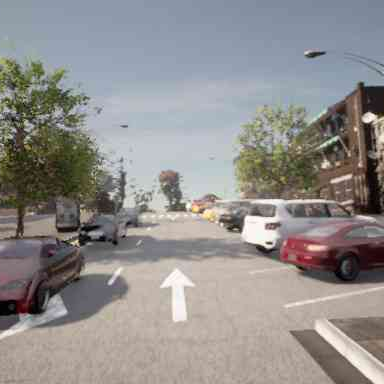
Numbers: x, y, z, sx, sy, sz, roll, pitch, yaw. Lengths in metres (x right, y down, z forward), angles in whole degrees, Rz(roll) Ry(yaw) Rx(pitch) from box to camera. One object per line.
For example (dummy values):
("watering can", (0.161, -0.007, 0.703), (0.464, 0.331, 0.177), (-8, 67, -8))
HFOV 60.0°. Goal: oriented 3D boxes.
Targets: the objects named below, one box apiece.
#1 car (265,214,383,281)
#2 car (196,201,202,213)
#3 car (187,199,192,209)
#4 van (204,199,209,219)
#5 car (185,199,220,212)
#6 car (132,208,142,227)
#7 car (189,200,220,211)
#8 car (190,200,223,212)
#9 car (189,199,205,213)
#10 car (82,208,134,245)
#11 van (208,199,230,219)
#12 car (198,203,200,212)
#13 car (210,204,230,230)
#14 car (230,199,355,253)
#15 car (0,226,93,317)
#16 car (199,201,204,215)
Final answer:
("car", (4.746, 1.530, 9.626), (4.674, 1.452, 2.002), (0, -1, -23))
("car", (3.241, 2.053, 36.792), (4.674, 1.452, 2.002), (0, -1, -23))
("car", (2.458, 1.997, 48.839), (5.566, 2.045, 2.435), (0, -1, -24))
("van", (3.640, 1.613, 27.687), (4.442, 1.987, 1.878), (0, -1, -23))
("car", (1.805, 2.330, 57.839), (5.566, 2.045, 2.435), (1, -7, -23))
("car", (-5.284, 2.090, 27.973), (2.128, 1.511, 4.902), (-1, -1, -4))
("car", (2.074, 2.278, 54.898), (4.553, 1.767, 2.185), (1, -4, -24))
("car", (2.241, 2.182, 51.879), (4.553, 1.767, 2.185), (0, -2, -24))
("car", (2.857, 2.185, 45.905), (5.366, 1.575, 1.946), (0, -1, -24))
("car", (-4.630, 1.892, 17.806), (2.128, 1.511, 4.902), (-1, -1, -4))
("van", (3.807, 1.555, 24.663), (4.442, 1.987, 1.878), (0, -1, -23))
("car", (3.424, 1.995, 33.770), (4.674, 1.452, 2.002), (0, -1, -23))
("car", (4.072, 1.723, 21.692), (4.892, 1.521, 2.231), (0, -1, -23))
("car", (4.593, 1.297, 12.661), (5.566, 2.045, 2.435), (0, -1, -23))
("car", (-3.981, 1.769, 7.835), (1.994, 1.385, 4.181), (-1, -1, -2))
("car", (3.755, 1.893, 30.825), (5.366, 1.575, 1.946), (0, -1, -23))
